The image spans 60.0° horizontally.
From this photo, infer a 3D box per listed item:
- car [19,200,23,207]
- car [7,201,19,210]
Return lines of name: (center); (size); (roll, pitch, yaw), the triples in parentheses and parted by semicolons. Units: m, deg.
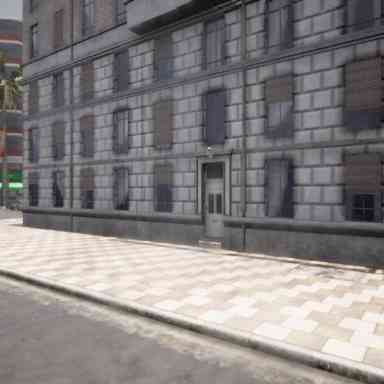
car: (-17.758, 1.526, 40.143); (1.812, 1.442, 4.674); (0, 0, 36)
car: (-20.853, 1.564, 41.828); (1.994, 1.385, 4.181); (0, 0, 36)
